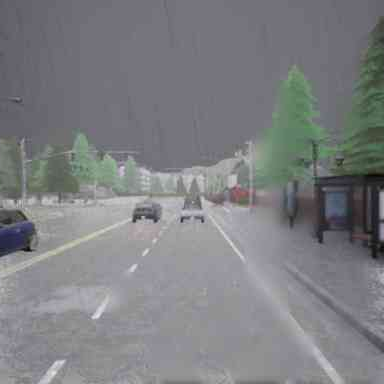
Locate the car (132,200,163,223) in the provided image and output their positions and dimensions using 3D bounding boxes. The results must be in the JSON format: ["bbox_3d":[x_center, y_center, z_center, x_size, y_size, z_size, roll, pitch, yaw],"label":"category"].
[{"bbox_3d":[-3.468,1.572,26.198,1.837,1.490,4.892,0,-1,0],"label":"car"}]

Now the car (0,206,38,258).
[{"bbox_3d":[-7.037,1.380,10.982,2.097,1.767,4.553,0,0,1],"label":"car"}]

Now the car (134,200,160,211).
[{"bbox_3d":[-5.812,1.694,42.644,1.895,1.301,4.718,0,0,-27],"label":"car"}]

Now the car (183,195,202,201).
[{"bbox_3d":[0.073,1.332,43.209,2.150,2.045,5.566,0,0,0],"label":"car"}]

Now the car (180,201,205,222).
[{"bbox_3d":[0.041,1.672,26.936,1.895,1.301,4.718,0,0,1],"label":"car"}]
